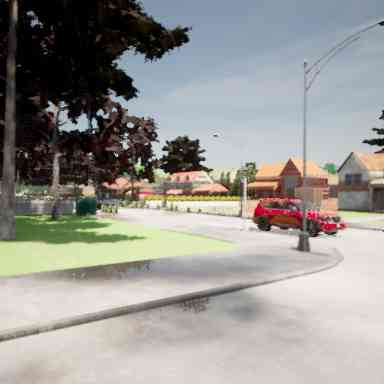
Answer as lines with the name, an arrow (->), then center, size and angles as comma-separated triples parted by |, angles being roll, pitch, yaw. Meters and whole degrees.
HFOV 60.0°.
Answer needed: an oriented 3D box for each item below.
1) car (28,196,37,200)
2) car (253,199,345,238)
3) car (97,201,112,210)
car -> -41.261, 1.738, 86.128 | 2.128, 1.511, 4.902 | 1, -1, -36
car -> 6.141, 1.435, 19.823 | 2.150, 2.045, 5.566 | 1, 0, -36
car -> -11.481, 1.814, 44.463 | 1.895, 1.301, 4.718 | 1, -1, -36
